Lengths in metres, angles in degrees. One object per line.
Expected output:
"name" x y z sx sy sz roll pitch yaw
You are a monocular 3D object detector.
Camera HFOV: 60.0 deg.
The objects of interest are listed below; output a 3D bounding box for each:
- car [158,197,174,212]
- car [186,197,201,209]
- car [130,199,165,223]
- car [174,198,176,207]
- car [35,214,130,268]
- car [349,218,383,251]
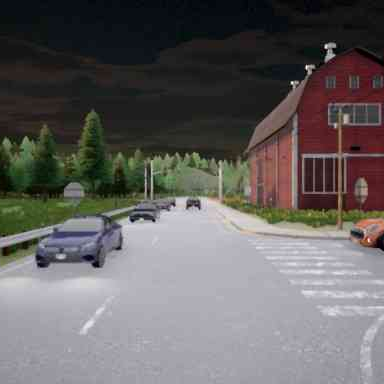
"car" -3.514 1.489 38.755 1.837 1.490 4.892 0 0 0
"car" 0.193 1.484 43.977 1.837 1.490 4.892 0 0 0
"car" -3.544 1.535 26.021 2.033 1.411 5.357 0 0 0
"car" -3.462 1.455 51.101 1.882 1.535 5.008 0 0 0
"car" -3.577 1.520 11.413 1.812 1.442 4.674 0 0 0
"car" 8.669 1.346 12.971 4.553 1.767 2.097 0 0 4
